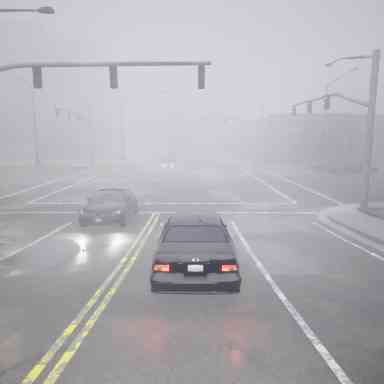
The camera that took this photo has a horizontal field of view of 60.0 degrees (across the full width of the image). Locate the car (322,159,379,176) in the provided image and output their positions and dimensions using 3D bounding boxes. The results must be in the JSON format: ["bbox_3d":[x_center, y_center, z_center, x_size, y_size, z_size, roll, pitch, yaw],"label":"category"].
[{"bbox_3d":[16.261,-2.391,33.938,4.718,1.301,1.895,0,9,-1],"label":"car"}]

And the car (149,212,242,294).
[{"bbox_3d":[0.077,1.216,8.422,2.033,1.411,5.357,0,4,0],"label":"car"}]

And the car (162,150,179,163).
[{"bbox_3d":[-3.576,-5.312,51.547,2.033,1.411,5.357,0,9,0],"label":"car"}]

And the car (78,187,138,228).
[{"bbox_3d":[-3.594,0.541,15.001,1.812,1.442,4.674,0,7,0],"label":"car"}]

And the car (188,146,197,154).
[{"bbox_3d":[0.031,-10.329,81.110,2.097,1.767,4.553,0,9,0],"label":"car"}]

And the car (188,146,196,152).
[{"bbox_3d":[0.035,-11.817,91.168,1.994,1.385,4.181,0,9,0],"label":"car"}]

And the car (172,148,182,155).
[{"bbox_3d":[-3.470,-9.391,76.542,2.033,1.411,5.357,0,9,0],"label":"car"}]

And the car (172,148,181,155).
[{"bbox_3d":[-3.508,-7.646,65.622,1.837,1.490,4.892,0,9,1],"label":"car"}]

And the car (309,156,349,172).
[{"bbox_3d":[15.568,-3.199,37.351,4.553,1.767,2.097,0,9,0],"label":"car"}]
